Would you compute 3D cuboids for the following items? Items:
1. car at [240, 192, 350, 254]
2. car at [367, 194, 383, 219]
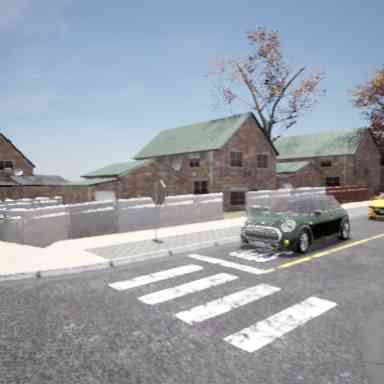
[{"bbox_3d":[3.716,0.931,11.746,4.553,1.767,2.097,-3,3,-43],"label":"car"},{"bbox_3d":[11.581,0.656,18.590,5.008,1.535,1.882,-3,3,-41],"label":"car"}]
